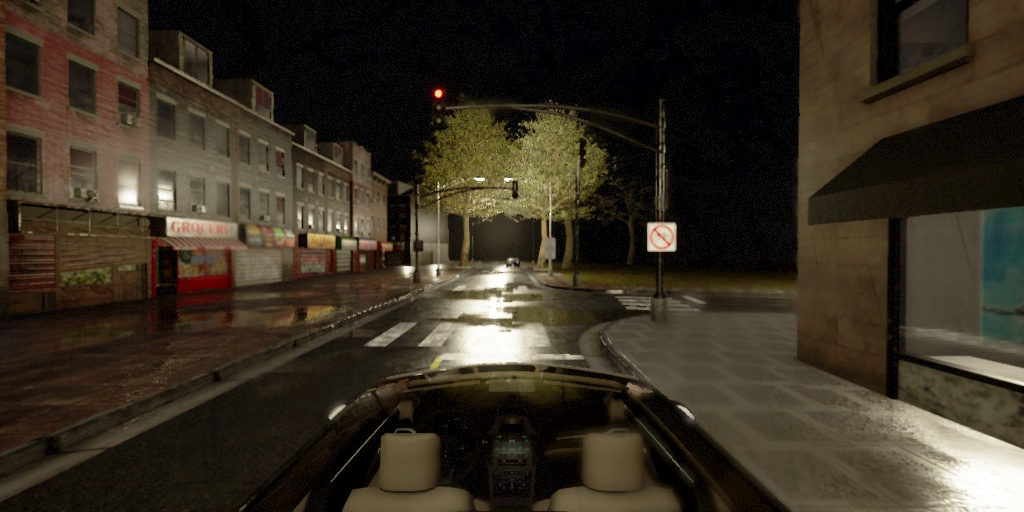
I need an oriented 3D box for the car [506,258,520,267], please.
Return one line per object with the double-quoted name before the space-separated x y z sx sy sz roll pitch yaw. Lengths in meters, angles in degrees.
"car" 0.122 0.916 49.924 1.895 1.301 4.718 0 0 0
